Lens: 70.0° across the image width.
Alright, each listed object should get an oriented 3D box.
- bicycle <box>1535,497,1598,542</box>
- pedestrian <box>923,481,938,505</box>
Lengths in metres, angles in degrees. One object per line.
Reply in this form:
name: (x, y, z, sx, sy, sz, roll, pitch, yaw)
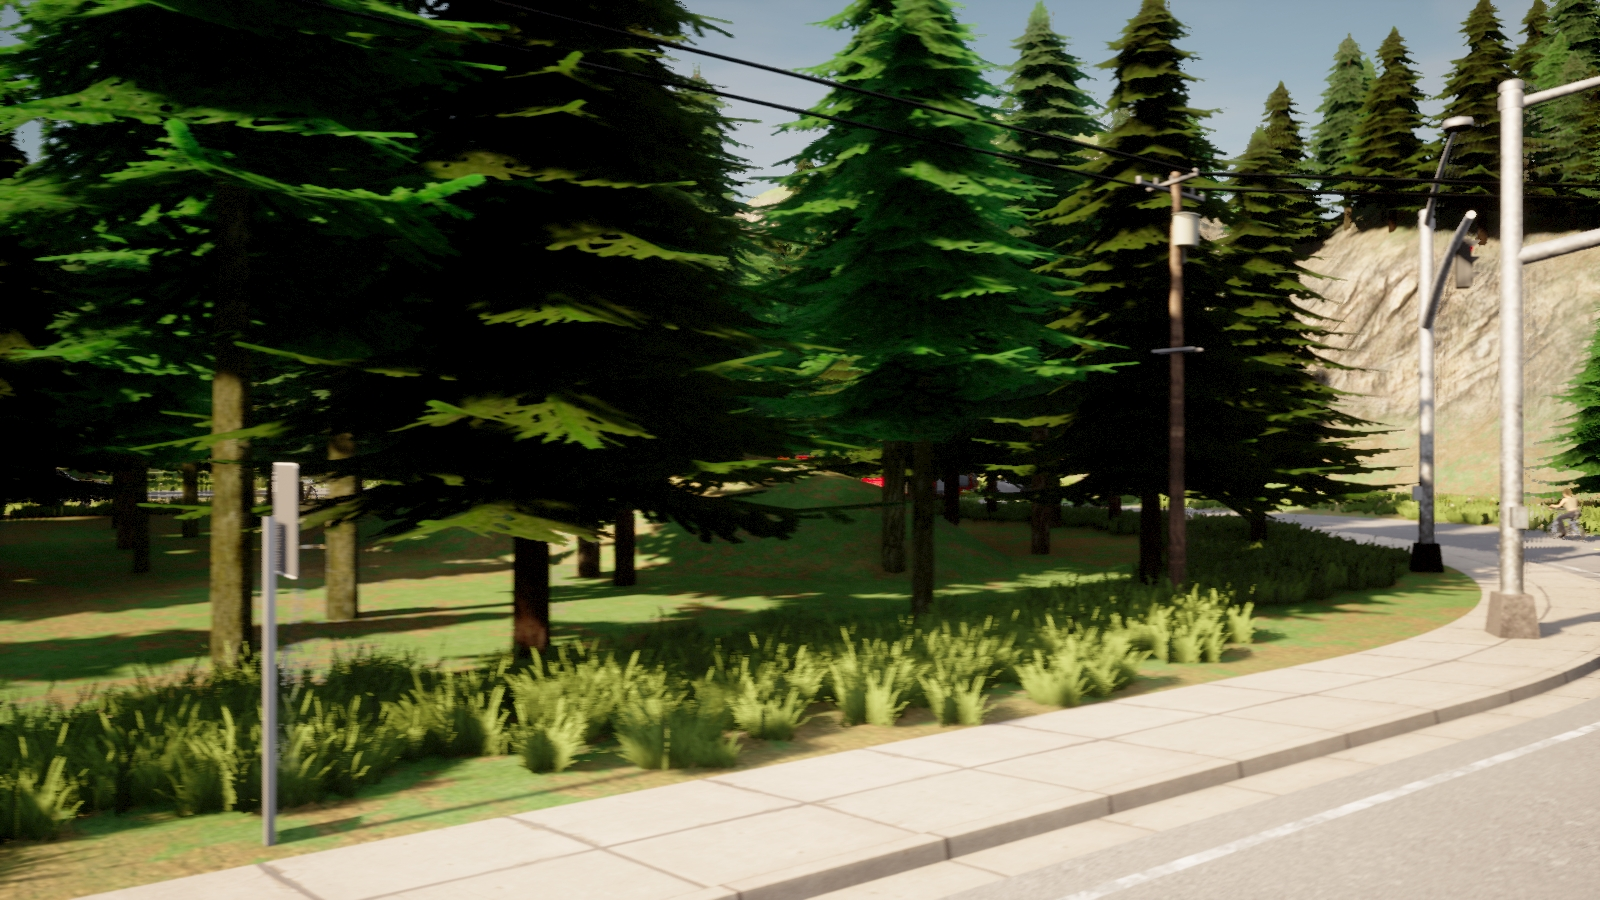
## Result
bicycle: (23.603, 2.130, 35.204, 0.859, 1.276, 1.487, -1, 0, -5)
pedestrian: (6.183, 2.048, 54.004, 0.500, 1.100, 0.500, 0, 0, -41)
